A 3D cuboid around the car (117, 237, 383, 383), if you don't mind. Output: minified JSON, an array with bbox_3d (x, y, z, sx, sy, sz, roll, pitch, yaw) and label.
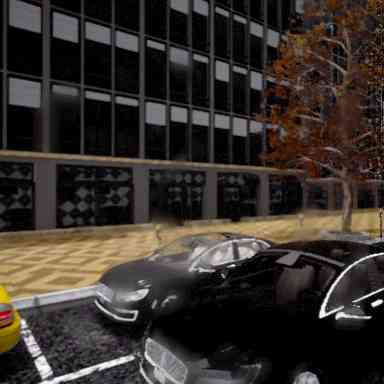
[{"bbox_3d":[1.671,1.496,4.571,4.892,1.490,1.837,0,0,-35],"label":"car"}]

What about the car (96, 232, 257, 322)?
[{"bbox_3d":[0.299,1.542,6.769,4.403,1.369,2.008,0,0,-35],"label":"car"}]

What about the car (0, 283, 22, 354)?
[{"bbox_3d":[-4.475,1.529,3.364,4.829,1.417,1.752,0,0,-35],"label":"car"}]
